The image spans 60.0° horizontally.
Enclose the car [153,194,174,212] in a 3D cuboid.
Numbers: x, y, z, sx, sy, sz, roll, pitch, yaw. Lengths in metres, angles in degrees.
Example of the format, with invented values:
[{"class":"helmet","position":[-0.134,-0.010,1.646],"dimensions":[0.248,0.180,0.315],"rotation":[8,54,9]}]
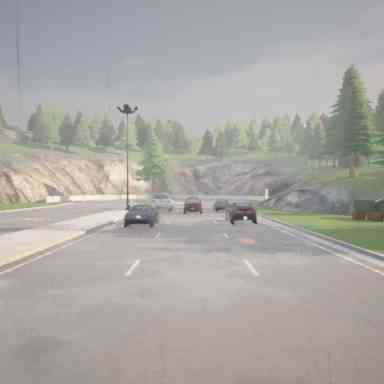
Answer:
[{"class":"car","position":[-3.383,1.220,39.642],"dimensions":[2.150,2.045,5.566],"rotation":[0,0,0]}]

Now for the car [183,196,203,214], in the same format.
[{"class":"car","position":[0.092,1.478,35.247],"dimensions":[1.882,1.535,5.008],"rotation":[0,0,0]}]

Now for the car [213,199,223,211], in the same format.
[{"class":"car","position":[3.648,1.563,40.246],"dimensions":[1.994,1.385,4.181],"rotation":[0,0,-2]}]

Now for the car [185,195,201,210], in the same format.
[{"class":"car","position":[0.189,1.352,44.478],"dimensions":[2.097,1.767,4.553],"rotation":[0,0,1]}]

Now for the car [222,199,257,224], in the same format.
[{"class":"car","position":[3.601,1.504,24.879],"dimensions":[1.837,1.490,4.892],"rotation":[0,0,0]}]

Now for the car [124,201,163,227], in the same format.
[{"class":"car","position":[-3.400,1.564,23.056],"dimensions":[1.994,1.385,4.181],"rotation":[0,0,0]}]
